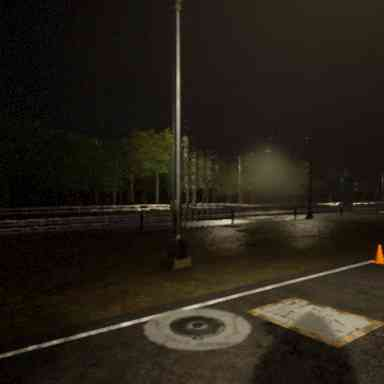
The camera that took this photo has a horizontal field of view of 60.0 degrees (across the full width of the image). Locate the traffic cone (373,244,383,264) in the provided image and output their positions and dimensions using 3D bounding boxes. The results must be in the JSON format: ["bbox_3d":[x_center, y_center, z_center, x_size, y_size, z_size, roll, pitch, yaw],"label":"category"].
[{"bbox_3d":[6.093,2.001,10.801,0.340,0.580,0.340,0,0,-37],"label":"traffic cone"}]
